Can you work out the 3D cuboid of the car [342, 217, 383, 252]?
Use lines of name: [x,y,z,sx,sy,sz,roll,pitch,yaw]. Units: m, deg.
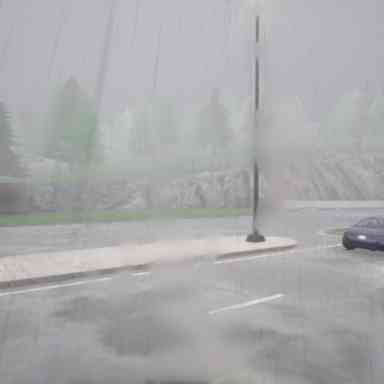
car: [8.143,1.726,13.856,4.181,1.385,1.994,1,0,-35]
